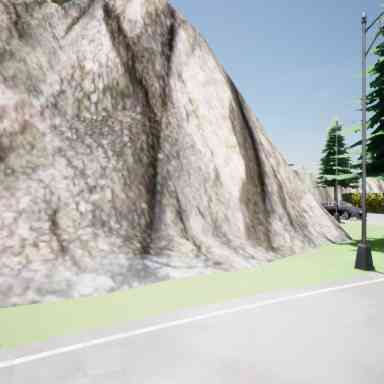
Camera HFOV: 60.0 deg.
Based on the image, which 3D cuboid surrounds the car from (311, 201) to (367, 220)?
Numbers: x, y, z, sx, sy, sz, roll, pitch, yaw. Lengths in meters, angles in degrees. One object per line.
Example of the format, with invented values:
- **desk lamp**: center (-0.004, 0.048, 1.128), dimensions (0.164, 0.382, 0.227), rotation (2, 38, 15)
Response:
- **car**: center (12.383, 1.492, 28.311), dimensions (2.128, 1.511, 4.902), rotation (0, 0, -26)
